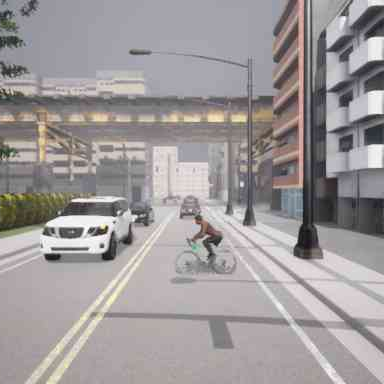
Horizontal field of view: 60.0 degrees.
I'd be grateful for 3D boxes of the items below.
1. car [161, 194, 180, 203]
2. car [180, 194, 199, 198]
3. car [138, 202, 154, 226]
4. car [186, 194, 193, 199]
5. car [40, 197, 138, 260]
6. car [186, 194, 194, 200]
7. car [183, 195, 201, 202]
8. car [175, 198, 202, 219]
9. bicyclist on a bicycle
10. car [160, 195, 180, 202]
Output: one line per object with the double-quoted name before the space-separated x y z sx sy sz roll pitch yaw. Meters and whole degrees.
"car" -4.164 1.445 62.804 2.038 1.542 4.974 0 0 24
"car" -0.001 1.445 62.531 2.038 1.542 4.974 0 0 -21
"car" -3.761 1.489 23.247 2.128 1.511 4.902 0 0 0
"car" -0.596 1.284 89.176 1.853 1.218 4.536 0 0 -1
"car" -3.682 1.221 12.710 2.150 2.045 5.566 0 0 0
"car" -0.595 1.442 89.124 2.038 1.542 4.974 0 0 -1
"car" -0.020 1.288 62.580 1.853 1.218 4.536 0 0 -21
"car" -0.135 1.544 29.287 2.033 1.411 5.357 0 0 0
"bicyclist on a bicycle" 0.356 1.443 8.941 1.656 1.620 0.582 -1 0 0
"car" -4.143 1.288 62.851 1.853 1.218 4.536 0 0 24
